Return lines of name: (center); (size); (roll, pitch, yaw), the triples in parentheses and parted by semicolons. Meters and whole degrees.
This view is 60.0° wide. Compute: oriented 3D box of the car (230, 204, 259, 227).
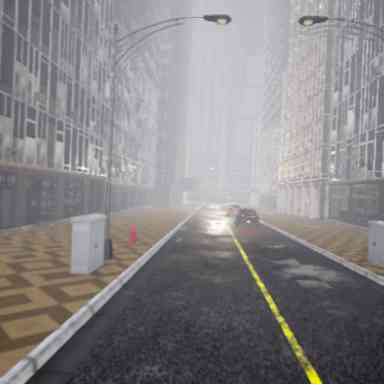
car: (4.509, 2.059, 28.018); (1.837, 1.490, 4.892); (3, 0, 4)

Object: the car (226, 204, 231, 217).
car: (5.228, 2.231, 41.074); (1.882, 1.535, 5.008); (3, -1, 4)
